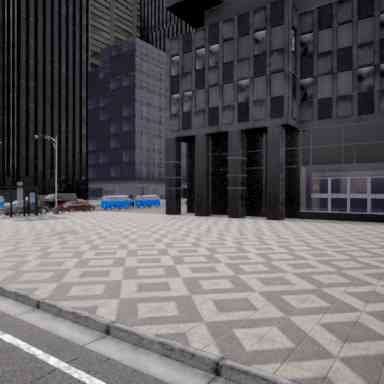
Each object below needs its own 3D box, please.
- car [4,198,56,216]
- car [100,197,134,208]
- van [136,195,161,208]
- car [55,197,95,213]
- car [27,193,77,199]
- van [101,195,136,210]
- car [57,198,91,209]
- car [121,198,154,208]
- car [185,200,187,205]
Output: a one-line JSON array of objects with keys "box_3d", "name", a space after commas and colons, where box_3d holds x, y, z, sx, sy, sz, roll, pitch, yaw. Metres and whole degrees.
[{"box_3d": [-15.925, 1.548, 31.887, 2.008, 1.369, 4.403, 0, 0, 35], "name": "car"}, {"box_3d": [-10.981, 1.476, 48.912, 1.837, 1.490, 4.892, 0, 0, 36], "name": "car"}, {"box_3d": [-6.042, 1.329, 45.759, 1.690, 1.788, 3.998, 0, 0, 35], "name": "van"}, {"box_3d": [-12.631, 1.575, 36.511, 1.802, 1.307, 4.206, 0, 0, 35], "name": "car"}, {"box_3d": [-16.673, 1.197, 40.934, 2.150, 2.045, 5.566, 0, 0, 35], "name": "car"}, {"box_3d": [-9.336, 1.331, 41.135, 1.690, 1.788, 3.998, 0, 0, 35], "name": "van"}, {"box_3d": [-16.281, 1.547, 46.081, 1.802, 1.307, 4.206, 0, 0, 35], "name": "car"}, {"box_3d": [-7.824, 1.580, 47.850, 1.895, 1.301, 4.718, 0, 0, 35], "name": "car"}, {"box_3d": [0.545, 1.568, 55.008, 1.802, 1.307, 4.206, 0, 0, 35], "name": "car"}]
